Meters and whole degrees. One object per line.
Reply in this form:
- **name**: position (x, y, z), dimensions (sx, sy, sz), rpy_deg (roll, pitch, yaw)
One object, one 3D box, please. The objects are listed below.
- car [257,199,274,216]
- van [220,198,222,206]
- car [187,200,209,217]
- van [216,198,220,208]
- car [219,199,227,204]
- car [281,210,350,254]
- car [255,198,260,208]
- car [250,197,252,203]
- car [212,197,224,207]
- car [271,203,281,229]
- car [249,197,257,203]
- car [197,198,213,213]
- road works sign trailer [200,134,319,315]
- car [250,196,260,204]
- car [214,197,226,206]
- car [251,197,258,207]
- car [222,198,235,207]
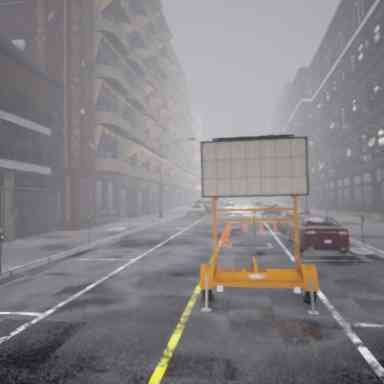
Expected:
- **car**: position (8.316, 1.755, 35.437), dimensions (1.887, 1.381, 4.507), rpy_deg (0, -1, 9)
- **van**: position (3.870, 1.951, 58.555), dimensions (1.690, 1.788, 3.998), rpy_deg (0, -1, 9)
- **car**: position (0.512, 1.933, 36.517), dimensions (1.752, 1.417, 4.829), rpy_deg (0, 0, 9)
- **van**: position (3.038, 1.898, 53.087), dimensions (1.690, 1.788, 3.998), rpy_deg (0, -1, 9)
- **car**: position (8.037, 2.465, 85.889), dimensions (1.947, 1.339, 4.313), rpy_deg (0, -1, 9)
- **car**: position (4.984, 1.575, 13.568), dimensions (1.887, 1.381, 4.507), rpy_deg (0, 0, 9)
- **car**: position (9.149, 1.809, 40.905), dimensions (2.008, 1.369, 4.403), rpy_deg (0, -1, 9)
- **car**: position (12.483, 2.012, 62.774), dimensions (1.887, 1.381, 4.507), rpy_deg (0, -1, 9)
- **car**: position (5.537, 2.037, 69.489), dimensions (2.192, 1.841, 5.009), rpy_deg (0, -1, 9)
- **car**: position (5.843, 1.599, 19.205), dimensions (1.752, 1.417, 4.829), rpy_deg (0, 0, 9)
- **car**: position (16.615, 2.205, 90.120), dimensions (1.967, 1.590, 4.097), rpy_deg (0, -1, 9)
- **car**: position (1.372, 1.771, 42.155), dimensions (2.192, 1.841, 5.009), rpy_deg (0, 0, 9)
- **road works sign trailer**: position (1.443, 0.514, 7.722), dimensions (2.380, 3.560, 2.880), rpy_deg (-1, -1, 9)
- **car**: position (14.949, 1.956, 79.185), dimensions (2.192, 1.841, 5.009), rpy_deg (0, -1, 9)
- **car**: position (6.370, 2.095, 74.956), dimensions (2.192, 1.841, 5.009), rpy_deg (0, -1, 9)
- **car**: position (11.649, 1.957, 57.307), dimensions (1.887, 1.381, 4.507), rpy_deg (0, -1, 9)
- **car**: position (7.231, 2.150, 63.716), dimensions (2.033, 1.411, 5.357), rpy_deg (-1, -1, 9)
